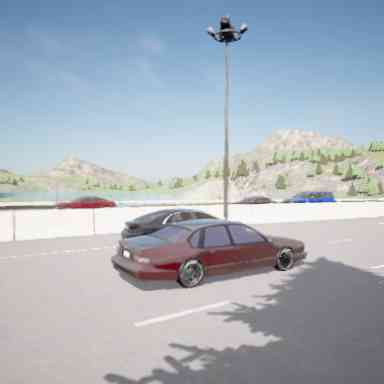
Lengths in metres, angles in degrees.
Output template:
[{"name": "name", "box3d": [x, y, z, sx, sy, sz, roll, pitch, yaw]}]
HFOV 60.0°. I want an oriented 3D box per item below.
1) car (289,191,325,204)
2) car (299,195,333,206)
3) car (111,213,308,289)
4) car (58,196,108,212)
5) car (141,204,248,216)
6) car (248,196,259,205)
[{"name": "car", "box3d": [10.903, 0.938, 30.962, 5.566, 2.045, 2.150, 1, 0, -27]}, {"name": "car", "box3d": [16.945, 1.151, 45.528, 4.181, 1.385, 1.994, 0, 1, -24]}, {"name": "car", "box3d": [0.658, 1.441, 8.814, 5.357, 1.411, 2.033, 0, 1, -32]}, {"name": "car", "box3d": [-8.757, 1.065, 27.543, 5.008, 1.535, 1.882, 0, 1, -33]}, {"name": "car", "box3d": [-0.124, 1.352, 12.163, 4.892, 1.490, 1.837, 0, 0, -33]}, {"name": "car", "box3d": [6.147, 1.161, 32.386, 4.892, 1.490, 1.837, 1, 1, -28]}]
